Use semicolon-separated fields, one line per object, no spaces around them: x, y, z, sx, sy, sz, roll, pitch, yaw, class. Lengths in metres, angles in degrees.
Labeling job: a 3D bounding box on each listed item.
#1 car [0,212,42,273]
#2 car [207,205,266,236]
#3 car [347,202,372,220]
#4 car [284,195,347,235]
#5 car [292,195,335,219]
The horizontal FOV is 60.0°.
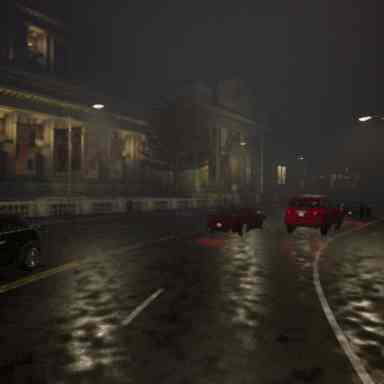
-5.809;1.306;7.951;2.097;1.767;4.553;1;0;14;car
2.657;1.492;18.819;1.882;1.535;5.008;0;0;31;car
14.371;1.578;29.080;1.882;1.535;5.008;0;0;37;car
7.241;1.271;19.571;2.150;2.045;5.566;0;0;35;car
11.399;1.294;30.963;2.150;2.045;5.566;0;-1;37;car
